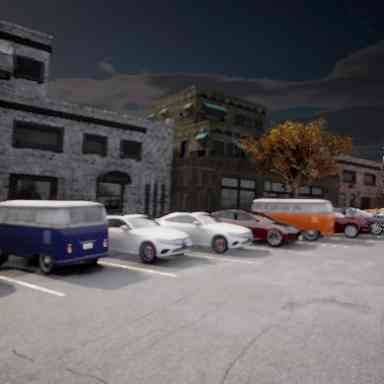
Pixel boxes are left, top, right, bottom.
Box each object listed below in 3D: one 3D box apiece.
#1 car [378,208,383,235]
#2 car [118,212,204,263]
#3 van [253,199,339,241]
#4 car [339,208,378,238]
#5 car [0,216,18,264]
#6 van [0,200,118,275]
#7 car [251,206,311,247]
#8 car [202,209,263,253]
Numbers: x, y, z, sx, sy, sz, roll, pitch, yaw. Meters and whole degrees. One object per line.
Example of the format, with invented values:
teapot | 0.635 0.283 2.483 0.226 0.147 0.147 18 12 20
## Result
car | 9.787 1.725 20.510 4.892 1.521 2.231 0 -2 35
car | -2.168 1.531 12.045 4.674 1.452 2.002 -1 -1 35
van | 4.912 1.353 17.199 4.442 1.987 1.878 -1 -1 35
car | 7.395 1.641 18.825 5.008 1.535 2.097 0 -2 35
car | -6.951 1.472 8.643 5.008 1.535 2.097 -1 -1 35
van | -4.655 1.254 10.408 4.442 1.987 1.878 -1 -1 35
car | 2.639 1.564 15.419 4.792 1.488 2.163 -1 -1 35
car | 0.228 1.549 13.748 4.674 1.452 2.002 -1 -1 35
